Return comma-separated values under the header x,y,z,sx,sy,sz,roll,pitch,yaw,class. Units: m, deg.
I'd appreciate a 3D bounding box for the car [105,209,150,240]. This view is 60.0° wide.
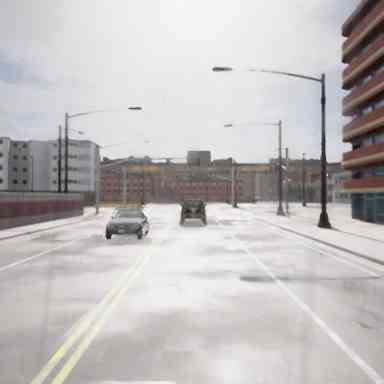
x,y,z,sx,sy,sz,roll,pitch,yaw,class
-3.487,1.699,18.709,1.812,1.442,4.674,0,-1,0,car

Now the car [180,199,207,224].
x,y,z,sx,sy,sz,roll,pitch,yaw,class
0.121,1.618,28.912,2.150,2.045,5.566,0,-1,0,car
